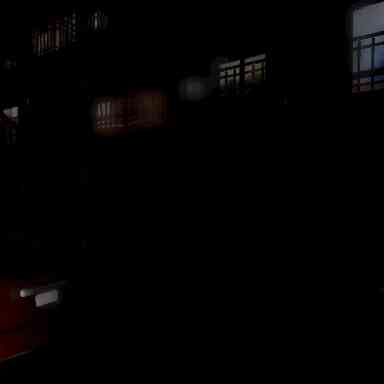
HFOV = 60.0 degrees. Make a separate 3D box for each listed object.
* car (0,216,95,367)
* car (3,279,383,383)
[{"bbox_3d":[-3.630,1.314,5.255,5.009,1.841,2.192,0,1,36],"label":"car"},{"bbox_3d":[0.982,1.544,1.969,4.507,1.381,1.887,0,1,36],"label":"car"}]
